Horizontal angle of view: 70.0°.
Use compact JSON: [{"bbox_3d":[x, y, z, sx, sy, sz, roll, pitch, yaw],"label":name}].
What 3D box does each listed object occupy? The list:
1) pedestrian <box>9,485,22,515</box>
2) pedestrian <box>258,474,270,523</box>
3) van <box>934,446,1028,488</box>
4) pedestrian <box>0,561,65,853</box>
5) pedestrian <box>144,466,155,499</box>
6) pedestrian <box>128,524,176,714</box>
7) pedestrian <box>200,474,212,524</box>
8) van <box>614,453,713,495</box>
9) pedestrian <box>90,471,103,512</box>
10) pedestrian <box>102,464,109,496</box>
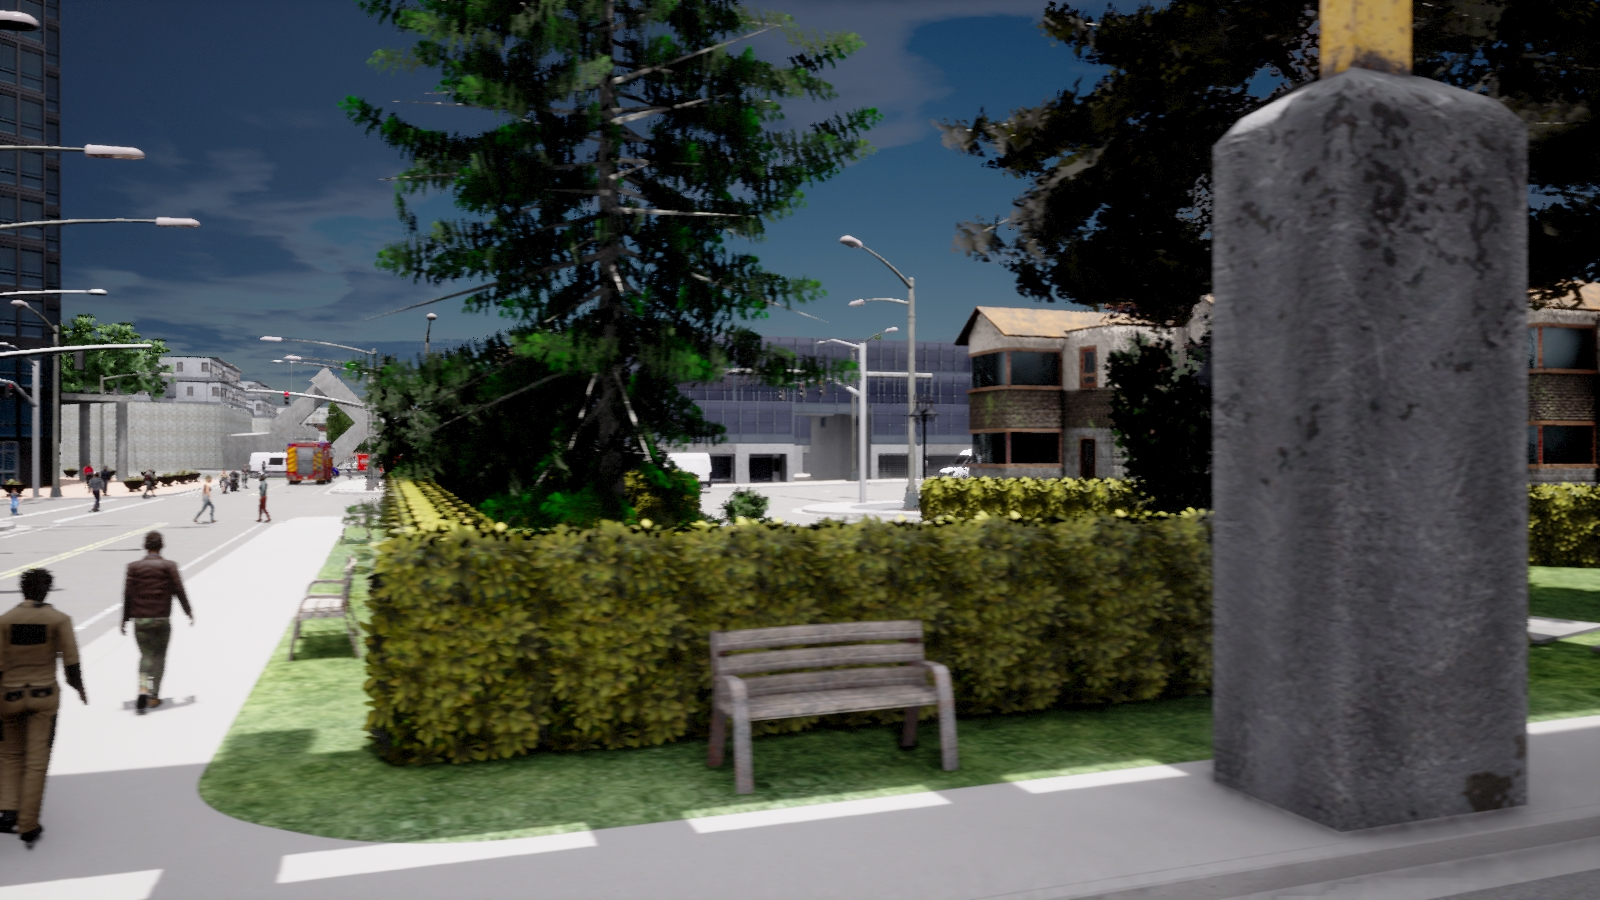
[{"bbox_3d":[-34.095,2.180,49.670,0.375,1.300,0.375,0,0,-17],"label":"pedestrian"},{"bbox_3d":[-20.569,1.849,43.831,0.375,1.860,0.375,0,0,-20],"label":"pedestrian"},{"bbox_3d":[12.086,1.108,76.125,5.915,2.561,1.988,-2,1,-20],"label":"van"},{"bbox_3d":[-5.187,1.697,7.666,0.375,1.860,0.375,0,0,-24],"label":"pedestrian"},{"bbox_3d":[-37.633,1.883,66.102,0.375,1.860,0.375,0,0,23],"label":"pedestrian"},{"bbox_3d":[-6.584,1.699,11.616,0.375,1.860,0.375,0,0,-21],"label":"pedestrian"},{"bbox_3d":[-22.542,1.850,43.370,0.375,1.860,0.375,0,0,-35],"label":"pedestrian"},{"bbox_3d":[-8.608,1.470,72.232,5.915,2.561,1.988,0,0,-20],"label":"van"},{"bbox_3d":[-32.078,1.887,52.114,0.375,1.860,0.375,0,0,-8],"label":"pedestrian"},{"bbox_3d":[-40.233,1.740,66.195,0.375,1.860,0.375,0,0,-32],"label":"pedestrian"}]
